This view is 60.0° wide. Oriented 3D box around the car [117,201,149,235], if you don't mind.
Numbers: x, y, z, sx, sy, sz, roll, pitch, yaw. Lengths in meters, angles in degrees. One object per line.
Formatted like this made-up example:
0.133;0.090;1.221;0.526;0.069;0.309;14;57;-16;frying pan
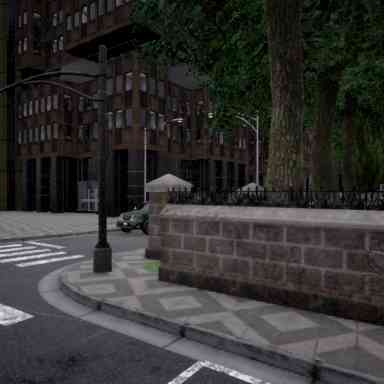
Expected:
-2.364;1.584;22.003;2.150;2.045;5.566;0;-1;35;car
